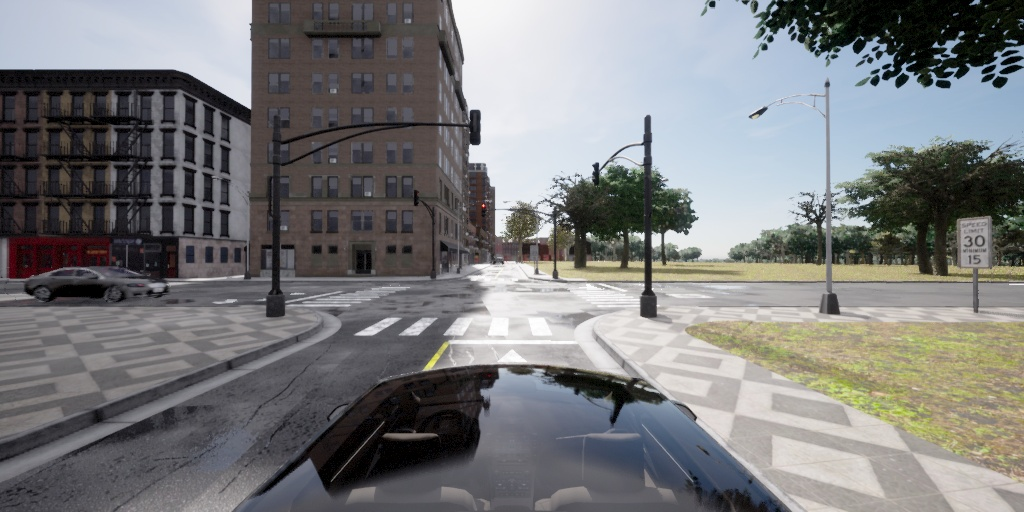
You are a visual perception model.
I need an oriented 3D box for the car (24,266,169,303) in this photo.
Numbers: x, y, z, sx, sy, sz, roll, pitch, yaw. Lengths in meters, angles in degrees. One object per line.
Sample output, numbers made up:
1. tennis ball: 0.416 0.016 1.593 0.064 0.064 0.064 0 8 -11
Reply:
1. car: -17.701 1.198 15.456 4.902 1.511 2.128 0 -1 0
